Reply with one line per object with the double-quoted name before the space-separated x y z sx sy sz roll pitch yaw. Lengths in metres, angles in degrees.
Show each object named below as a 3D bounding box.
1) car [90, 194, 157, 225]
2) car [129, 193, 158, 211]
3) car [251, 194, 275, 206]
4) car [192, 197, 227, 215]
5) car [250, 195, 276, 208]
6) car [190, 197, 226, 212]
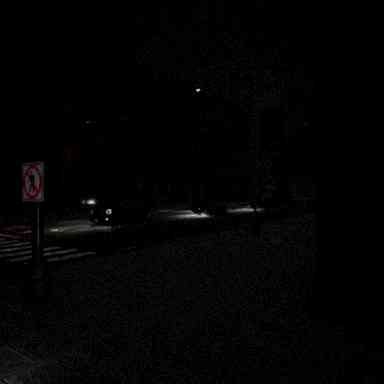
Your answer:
"car" -4.951 1.279 23.516 2.097 1.767 4.553 0 0 35
"car" -5.297 1.142 28.661 2.150 2.045 5.566 0 0 35
"car" 11.071 1.200 51.636 2.097 1.767 4.553 0 0 35
"car" 1.803 1.440 33.069 1.994 1.385 4.181 0 0 35
"car" 9.342 1.423 43.671 1.895 1.301 4.718 0 0 36
"car" 1.926 1.367 38.861 1.837 1.490 4.892 0 0 35
